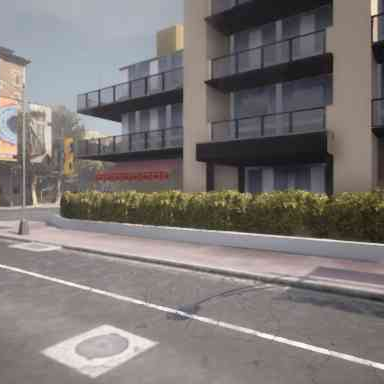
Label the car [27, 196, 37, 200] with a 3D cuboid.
[{"bbox_3d":[-36.546,1.447,71.987,4.892,1.521,2.231,0,0,35],"label":"car"}]
